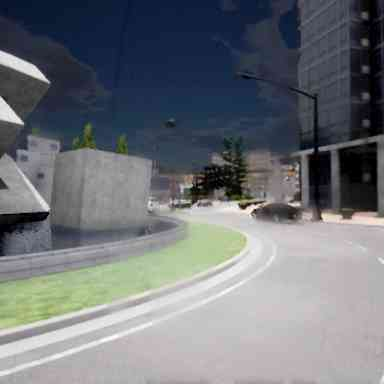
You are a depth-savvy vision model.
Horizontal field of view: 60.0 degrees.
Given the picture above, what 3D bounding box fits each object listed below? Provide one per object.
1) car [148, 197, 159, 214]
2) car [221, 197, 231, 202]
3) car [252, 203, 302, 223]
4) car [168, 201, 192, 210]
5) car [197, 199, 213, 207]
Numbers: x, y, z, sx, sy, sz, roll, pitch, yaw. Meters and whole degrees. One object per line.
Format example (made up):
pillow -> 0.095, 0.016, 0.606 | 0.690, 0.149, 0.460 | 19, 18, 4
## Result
car -> -6.657, 1.651, 40.094 | 5.566, 2.045, 2.150 | 0, -1, 21
car -> 7.862, 1.780, 76.419 | 1.812, 1.442, 4.674 | -1, -1, 21
car -> 6.852, 1.677, 27.431 | 1.882, 1.535, 5.008 | 0, -1, -22
car -> -1.861, 2.105, 52.741 | 1.895, 1.301, 4.718 | -1, -1, 27
car -> 2.518, 2.086, 62.695 | 1.812, 1.442, 4.674 | -1, 0, 22
